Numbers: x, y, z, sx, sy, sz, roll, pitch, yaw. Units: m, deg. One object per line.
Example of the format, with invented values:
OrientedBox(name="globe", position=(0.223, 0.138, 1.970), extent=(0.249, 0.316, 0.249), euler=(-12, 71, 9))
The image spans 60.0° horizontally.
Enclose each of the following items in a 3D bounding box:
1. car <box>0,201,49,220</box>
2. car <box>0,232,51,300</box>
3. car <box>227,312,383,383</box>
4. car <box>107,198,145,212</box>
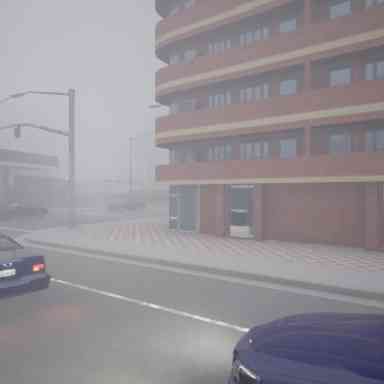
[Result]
OrientedBox(name="car", position=(-14.478, 1.526, 28.007), extent=(1.812, 1.442, 4.674), euler=(0, 0, 34))
OrientedBox(name="car", position=(-5.380, 1.547, 7.717), extent=(5.357, 1.411, 2.033), euler=(0, 0, 38))
OrientedBox(name="car", position=(2.476, 1.526, 2.225), extent=(4.674, 1.442, 1.812), euler=(0, 0, 35))
OrientedBox(name="car", position=(-7.512, 1.478, 38.269), extent=(1.882, 1.535, 5.008), euler=(0, 0, 34))
